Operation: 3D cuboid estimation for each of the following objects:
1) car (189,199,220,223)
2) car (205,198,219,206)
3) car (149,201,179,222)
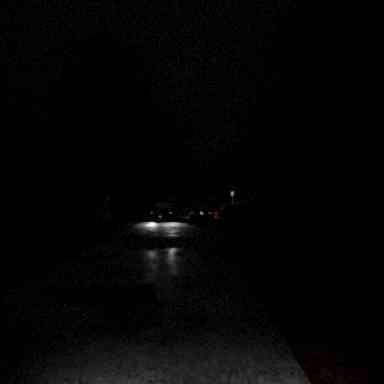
[{"bbox_3d":[0.809,1.479,24.714,2.033,1.411,5.357,0,0,4],"label":"car"},{"bbox_3d":[4.039,1.875,65.814,1.882,1.535,5.008,1,-1,13],"label":"car"},{"bbox_3d":[-2.066,1.450,25.646,1.812,1.442,4.674,0,0,4],"label":"car"}]
